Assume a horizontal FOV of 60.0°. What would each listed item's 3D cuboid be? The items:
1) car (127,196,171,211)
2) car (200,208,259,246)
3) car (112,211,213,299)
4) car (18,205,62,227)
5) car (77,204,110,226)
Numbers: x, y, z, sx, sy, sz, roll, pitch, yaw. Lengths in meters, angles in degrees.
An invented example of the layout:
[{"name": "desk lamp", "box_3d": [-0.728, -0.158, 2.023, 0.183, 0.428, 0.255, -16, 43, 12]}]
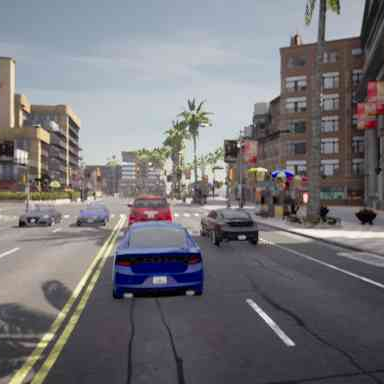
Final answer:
[{"name": "car", "box_3d": [-2.341, 1.220, 18.244, 2.150, 2.045, 5.566, 0, 0, -9]}, {"name": "car", "box_3d": [1.603, 1.505, 15.434, 1.837, 1.490, 4.892, 0, 0, -8]}, {"name": "car", "box_3d": [-0.922, 1.477, 8.594, 1.882, 1.535, 5.008, 0, 0, -8]}, {"name": "car", "box_3d": [-10.249, 1.599, 22.719, 1.994, 1.385, 4.181, 0, 0, -9]}, {"name": "car", "box_3d": [-6.794, 1.551, 23.279, 1.812, 1.442, 4.674, 0, 0, -9]}]
